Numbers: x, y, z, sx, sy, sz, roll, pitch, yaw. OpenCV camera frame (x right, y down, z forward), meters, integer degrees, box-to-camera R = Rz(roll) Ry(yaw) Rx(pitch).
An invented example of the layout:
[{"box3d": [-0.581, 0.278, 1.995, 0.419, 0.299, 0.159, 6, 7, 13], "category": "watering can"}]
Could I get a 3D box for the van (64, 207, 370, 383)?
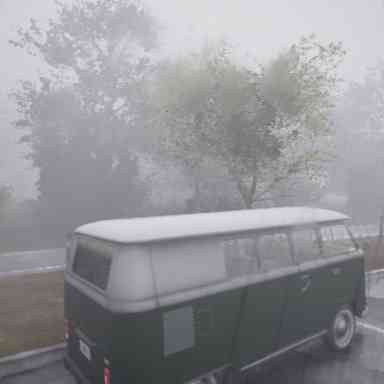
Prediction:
[{"box3d": [0.697, 1.254, 4.569, 4.442, 1.987, 1.878, -1, -1, -36], "category": "van"}]
